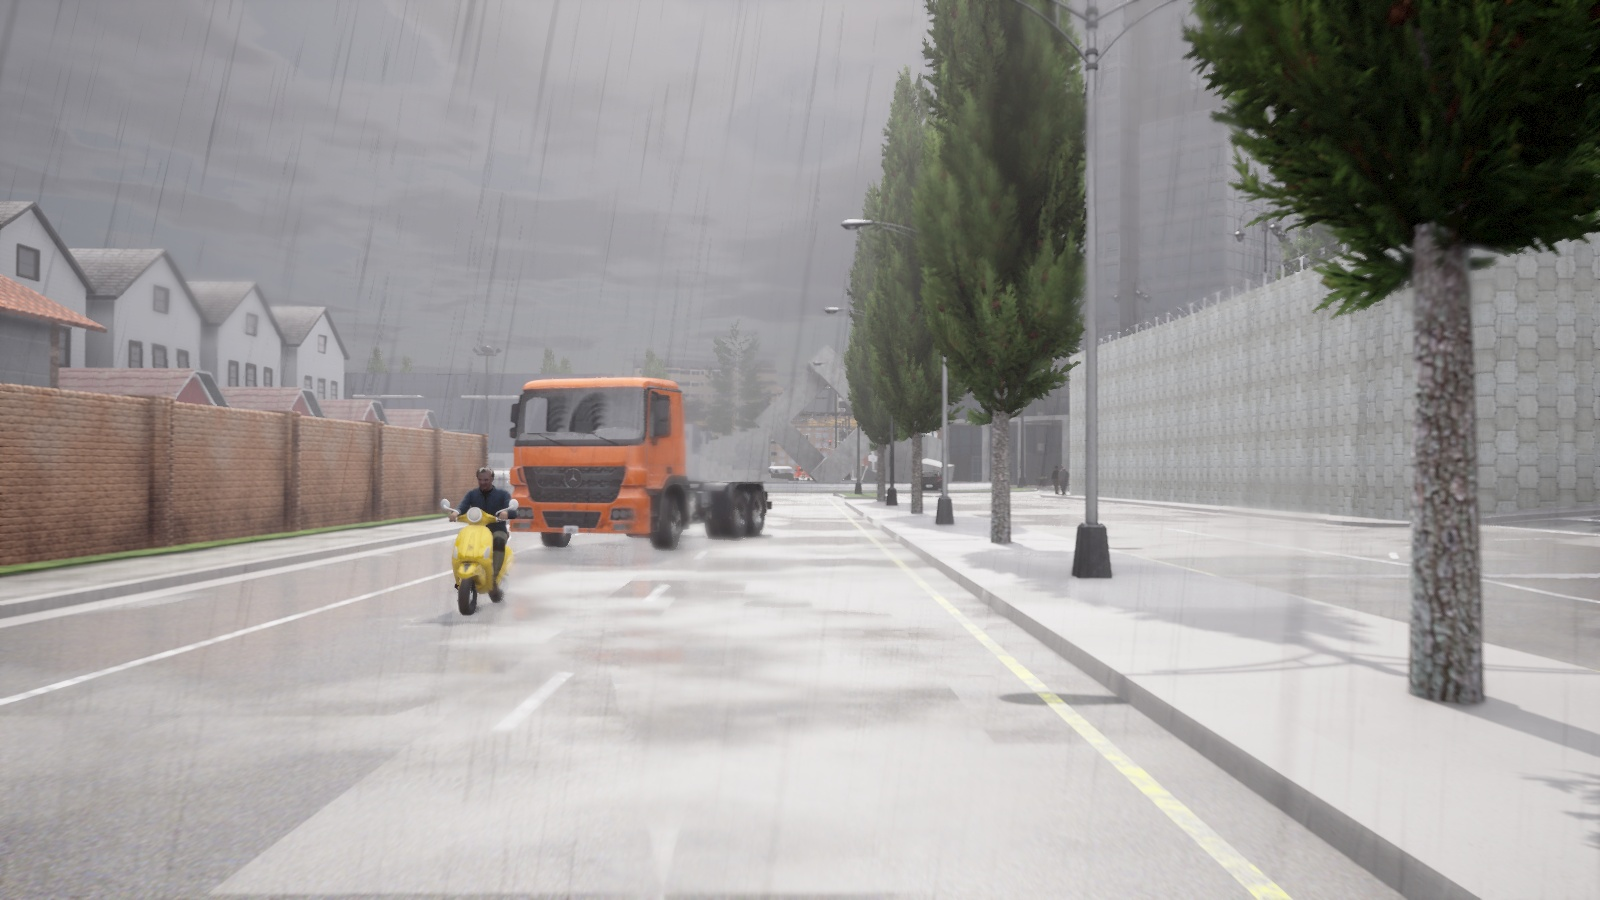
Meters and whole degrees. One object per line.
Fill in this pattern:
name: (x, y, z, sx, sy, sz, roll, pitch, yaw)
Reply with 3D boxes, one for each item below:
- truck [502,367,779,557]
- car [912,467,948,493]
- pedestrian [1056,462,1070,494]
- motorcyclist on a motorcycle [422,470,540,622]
truck: (-3.078, 0.299, 27.121, 2.891, 3.462, 7.936, -1, -1, 17)
car: (8.359, 1.905, 80.338, 2.152, 1.651, 5.027, 0, -1, 8)
pedestrian: (15.959, 1.681, 76.175, 0.659, 1.952, 0.873, 0, -1, 3)
motorcyclist on a motorcycle: (-3.535, 1.018, 14.093, 0.866, 1.590, 1.817, 0, -1, 0)
